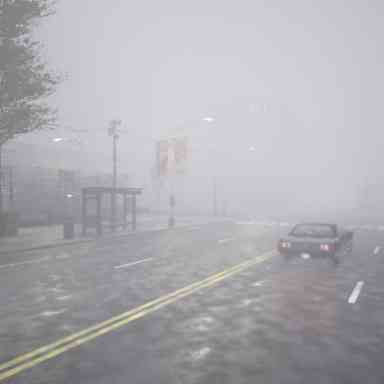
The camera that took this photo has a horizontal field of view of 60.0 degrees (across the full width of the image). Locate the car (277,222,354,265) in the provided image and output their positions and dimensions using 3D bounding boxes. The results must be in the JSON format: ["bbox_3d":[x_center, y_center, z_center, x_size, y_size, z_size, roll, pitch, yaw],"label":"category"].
[{"bbox_3d":[4.878,1.801,12.614,1.895,1.301,4.718,-1,-1,33],"label":"car"}]

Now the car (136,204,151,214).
[{"bbox_3d":[-8.306,2.463,48.665,5.008,1.535,2.097,-1,-1,33],"label":"car"}]
